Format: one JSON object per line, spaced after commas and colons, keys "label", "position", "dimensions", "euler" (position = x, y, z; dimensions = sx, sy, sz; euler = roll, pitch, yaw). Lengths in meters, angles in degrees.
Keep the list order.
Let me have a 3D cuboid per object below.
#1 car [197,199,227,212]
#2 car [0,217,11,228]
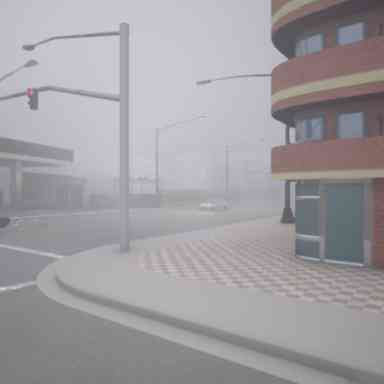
{"label": "car", "position": [2.425, 1.557, 38.307], "dimensions": [1.812, 1.442, 4.674], "euler": [0, 1, 35]}
{"label": "car", "position": [-12.201, 1.602, 17.188], "dimensions": [1.895, 1.301, 4.718], "euler": [0, 0, 35]}
